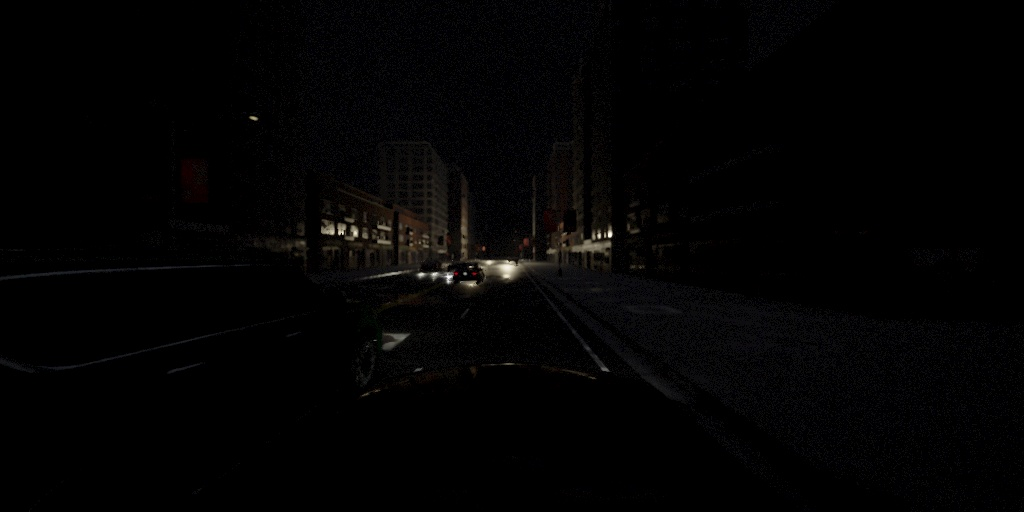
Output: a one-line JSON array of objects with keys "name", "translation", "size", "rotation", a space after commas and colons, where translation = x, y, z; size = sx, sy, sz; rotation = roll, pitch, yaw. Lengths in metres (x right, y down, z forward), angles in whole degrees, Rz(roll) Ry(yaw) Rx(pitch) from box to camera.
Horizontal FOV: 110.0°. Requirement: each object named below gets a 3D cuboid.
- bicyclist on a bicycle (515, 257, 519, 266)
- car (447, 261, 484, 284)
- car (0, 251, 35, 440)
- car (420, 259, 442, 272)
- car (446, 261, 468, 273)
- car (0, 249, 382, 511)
[{"name": "bicyclist on a bicycle", "translation": [0.901, 1.086, 63.553], "size": [0.582, 1.620, 1.656], "rotation": [0, 0, 0]}, {"name": "car", "translation": [-3.147, 1.250, 26.635], "size": [2.033, 1.411, 5.357], "rotation": [0, 0, 0]}, {"name": "car", "translation": [-6.599, 0.972, 1.363], "size": [2.150, 2.045, 5.566], "rotation": [0, 0, 0]}, {"name": "car", "translation": [-9.825, 1.148, 43.702], "size": [1.882, 1.535, 5.008], "rotation": [0, 0, 0]}, {"name": "car", "translation": [-6.579, 1.272, 43.122], "size": [1.895, 1.301, 4.718], "rotation": [0, 0, 0]}, {"name": "car", "translation": [-3.148, 0.969, 3.376], "size": [2.150, 2.045, 5.566], "rotation": [0, 0, 0]}]
